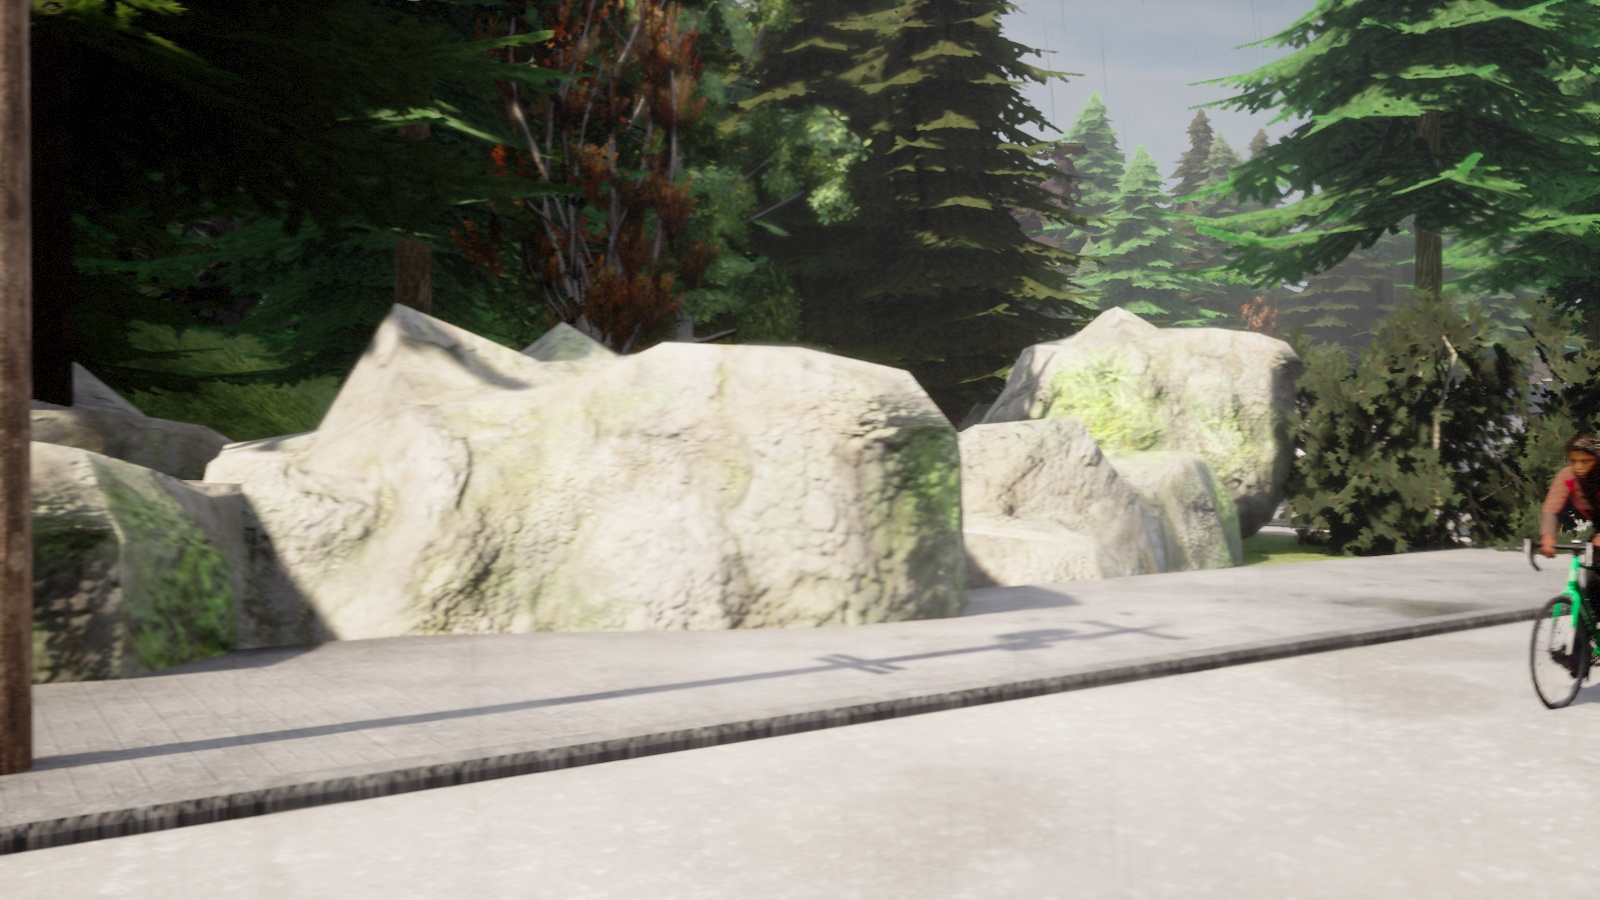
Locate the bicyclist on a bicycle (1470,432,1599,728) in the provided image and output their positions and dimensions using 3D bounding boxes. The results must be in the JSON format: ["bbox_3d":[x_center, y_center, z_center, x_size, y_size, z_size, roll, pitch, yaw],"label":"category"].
[{"bbox_3d":[4.775,0.706,7.592,1.656,1.620,0.582,-1,0,-35],"label":"bicyclist on a bicycle"}]
